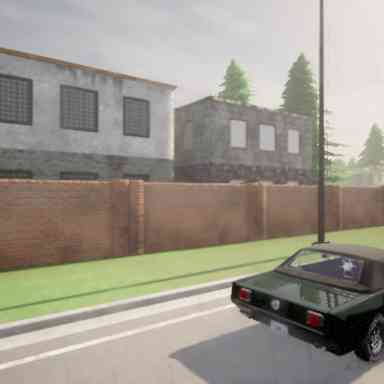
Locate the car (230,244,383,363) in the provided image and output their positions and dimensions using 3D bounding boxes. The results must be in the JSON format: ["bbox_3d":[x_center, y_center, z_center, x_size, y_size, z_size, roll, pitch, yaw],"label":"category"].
[{"bbox_3d":[3.021,1.605,5.899,4.718,1.301,1.895,0,0,-35],"label":"car"}]
